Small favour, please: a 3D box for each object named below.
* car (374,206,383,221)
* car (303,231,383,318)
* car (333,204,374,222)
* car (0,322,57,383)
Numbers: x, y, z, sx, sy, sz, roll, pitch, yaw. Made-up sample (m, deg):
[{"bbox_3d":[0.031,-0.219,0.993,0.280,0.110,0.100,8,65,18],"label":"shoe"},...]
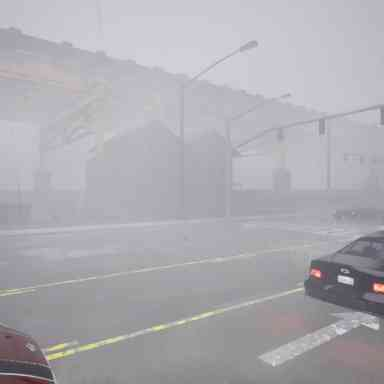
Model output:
[{"bbox_3d":[15.364,1.491,23.544,4.902,1.511,2.128,0,0,-35],"label":"car"},{"bbox_3d":[4.671,1.547,7.115,5.357,1.411,2.033,0,0,-35],"label":"car"},{"bbox_3d":[13.193,1.601,26.295,4.718,1.301,1.895,0,0,-36],"label":"car"},{"bbox_3d":[-3.011,1.352,1.600,4.553,1.767,2.097,0,0,-36],"label":"car"}]
